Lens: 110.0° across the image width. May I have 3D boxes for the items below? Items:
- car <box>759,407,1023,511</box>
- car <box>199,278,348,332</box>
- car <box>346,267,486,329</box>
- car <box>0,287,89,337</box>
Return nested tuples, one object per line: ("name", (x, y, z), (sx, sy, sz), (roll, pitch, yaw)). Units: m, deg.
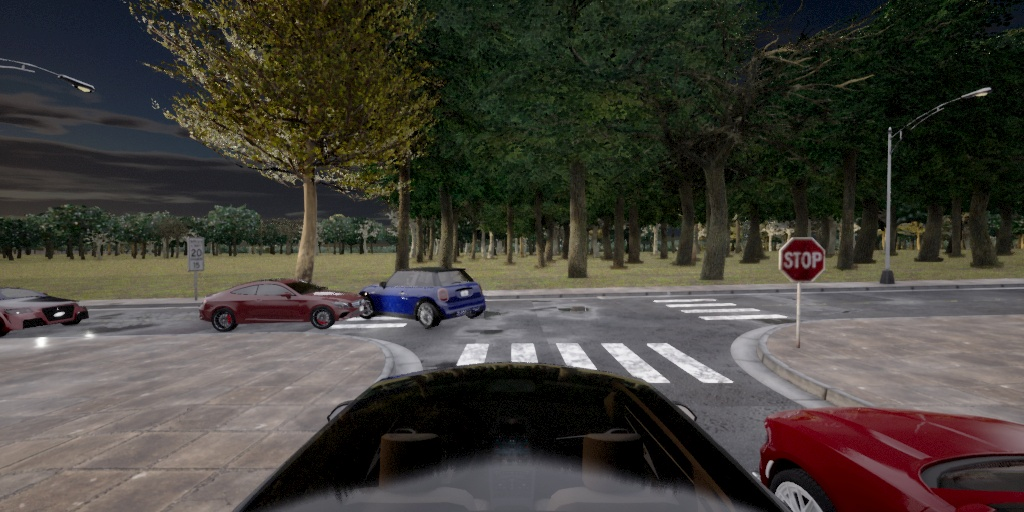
("car", (2.636, 1.295, 0.764), (1.888, 1.381, 4.507), (0, 0, 0))
("car", (-7.037, 1.431, 11.198), (4.674, 1.442, 1.812), (-1, 1, 0))
("car", (-3.112, 1.147, 11.762), (4.553, 1.767, 2.097), (-1, 1, 36))
("car", (-16.148, 1.690, 11.194), (4.181, 1.385, 1.994), (-1, 1, 0))
